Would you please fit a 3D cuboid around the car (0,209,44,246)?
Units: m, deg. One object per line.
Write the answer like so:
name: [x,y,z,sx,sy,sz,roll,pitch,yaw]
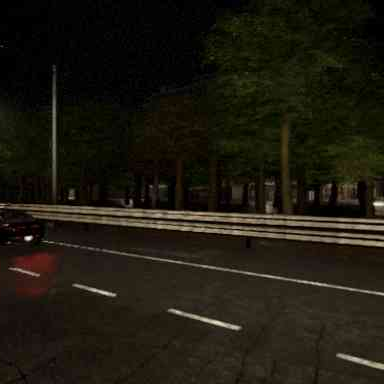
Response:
car: [-8.160,1.503,14.002,4.892,1.490,1.837,0,0,36]
